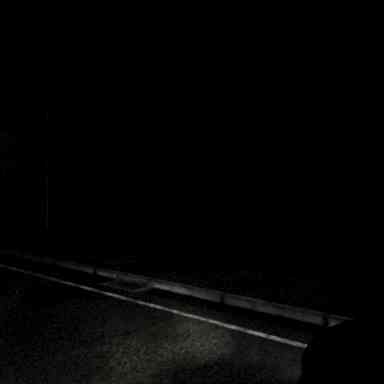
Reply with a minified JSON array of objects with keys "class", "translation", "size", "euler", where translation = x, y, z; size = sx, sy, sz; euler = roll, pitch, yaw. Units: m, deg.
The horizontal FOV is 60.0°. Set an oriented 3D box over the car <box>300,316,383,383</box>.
[{"class":"car","translation":[3.138,1.478,1.754],"size":[5.008,1.535,1.882],"euler":[0,0,36]}]
